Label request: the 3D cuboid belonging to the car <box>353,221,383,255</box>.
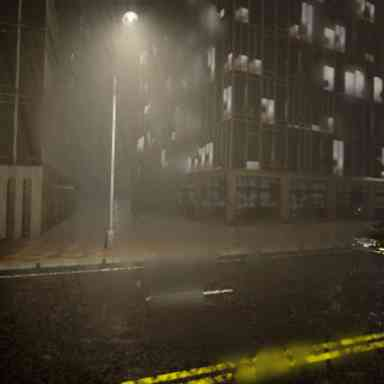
[{"bbox_3d":[8.490,1.701,12.976,4.892,1.490,1.837,1,-1,-24],"label":"car"}]
